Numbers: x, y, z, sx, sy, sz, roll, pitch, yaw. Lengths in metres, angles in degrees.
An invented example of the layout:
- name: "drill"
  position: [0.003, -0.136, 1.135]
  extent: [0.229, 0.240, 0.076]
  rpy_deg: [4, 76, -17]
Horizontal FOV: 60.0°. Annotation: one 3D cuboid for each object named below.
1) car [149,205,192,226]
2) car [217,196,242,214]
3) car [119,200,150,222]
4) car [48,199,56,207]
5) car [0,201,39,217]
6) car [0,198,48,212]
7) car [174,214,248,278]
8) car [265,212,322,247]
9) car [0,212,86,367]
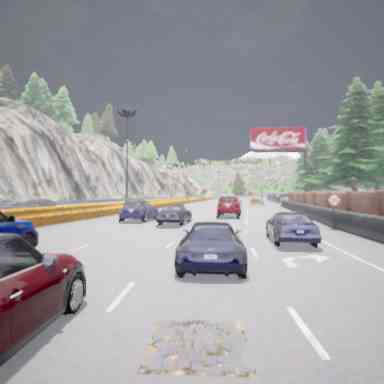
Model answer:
- name: "car"
  position: [-1.217, 1.654, 24.479]
  extent: [2.033, 1.411, 5.357]
  rpy_deg: [0, 0, 9]
- name: "car"
  position: [3.660, 1.381, 32.449]
  extent: [2.150, 2.045, 5.566]
  rpy_deg: [0, 0, 10]
- name: "car"
  position: [-4.273, 1.461, 27.253]
  extent: [2.097, 1.767, 4.553]
  rpy_deg: [0, 0, 9]
- name: "car"
  position: [-14.561, 1.440, 30.890]
  extent: [2.097, 1.767, 4.553]
  rpy_deg: [0, 0, 10]
- name: "car"
  position: [-17.643, 1.654, 33.623]
  extent: [1.994, 1.385, 4.181]
  rpy_deg: [0, 0, 10]
- name: "car"
  position: [-6.505, 1.240, 9.166]
  extent: [2.150, 2.045, 5.566]
  rpy_deg: [0, 0, 4]
- name: "car"
  position: [0.620, 1.614, 10.393]
  extent: [1.994, 1.385, 4.181]
  rpy_deg: [0, 0, 4]
- name: "car"
  position: [4.586, 1.635, 15.649]
  extent: [2.033, 1.411, 5.357]
  rpy_deg: [0, 0, 7]
- name: "car"
  position: [-3.205, 1.363, 4.799]
  extent: [2.097, 1.767, 4.553]
  rpy_deg: [0, 0, 2]
